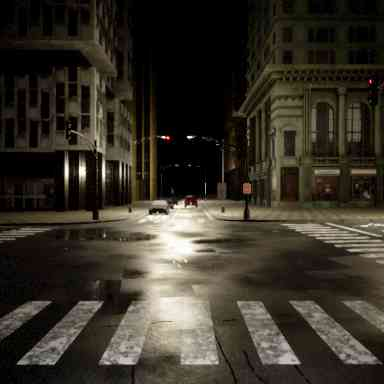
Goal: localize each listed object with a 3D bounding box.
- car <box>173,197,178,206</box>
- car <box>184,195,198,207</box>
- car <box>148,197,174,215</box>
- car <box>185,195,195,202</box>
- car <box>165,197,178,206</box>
[{"bbox_3d":[-3.280,1.512,43.900,2.033,1.411,5.357,0,0,-1],"label":"car"},{"bbox_3d":[-0.147,1.479,49.980,1.812,1.442,4.674,0,0,0],"label":"car"},{"bbox_3d":[-3.207,1.527,33.511,2.033,1.411,5.357,0,0,0],"label":"car"},{"bbox_3d":[-0.427,1.451,73.760,1.994,1.385,4.181,0,0,0],"label":"car"},{"bbox_3d":[-3.290,1.509,54.109,1.994,1.385,4.181,0,0,0],"label":"car"}]
